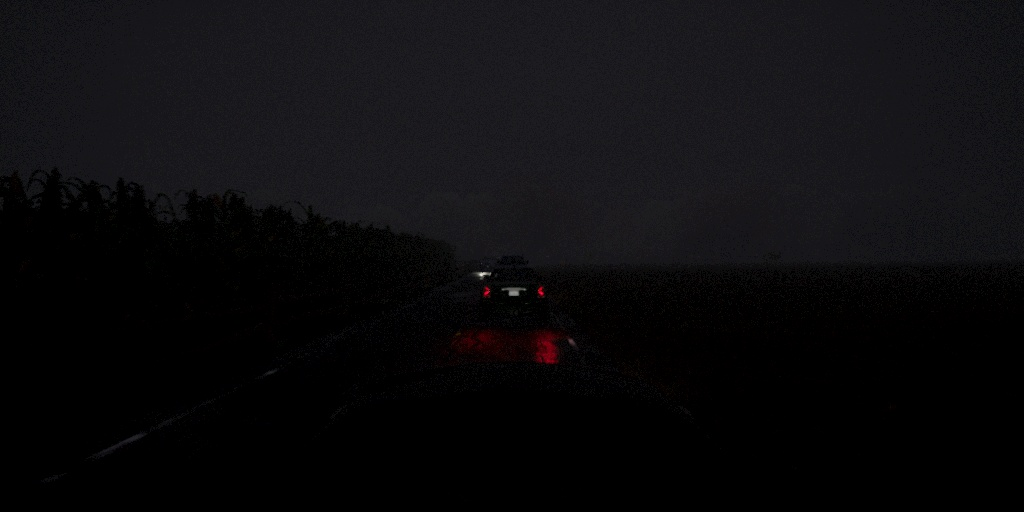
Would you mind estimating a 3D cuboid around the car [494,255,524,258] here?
[{"bbox_3d":[0.070,0.927,27.007,2.150,2.045,5.566,0,0,0],"label":"car"}]

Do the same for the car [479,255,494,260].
[{"bbox_3d":[-2.835,0.898,44.699,2.150,2.045,5.566,0,0,0],"label":"car"}]

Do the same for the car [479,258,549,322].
[{"bbox_3d":[0.070,1.081,12.412,2.097,1.767,4.553,0,0,0],"label":"car"}]
